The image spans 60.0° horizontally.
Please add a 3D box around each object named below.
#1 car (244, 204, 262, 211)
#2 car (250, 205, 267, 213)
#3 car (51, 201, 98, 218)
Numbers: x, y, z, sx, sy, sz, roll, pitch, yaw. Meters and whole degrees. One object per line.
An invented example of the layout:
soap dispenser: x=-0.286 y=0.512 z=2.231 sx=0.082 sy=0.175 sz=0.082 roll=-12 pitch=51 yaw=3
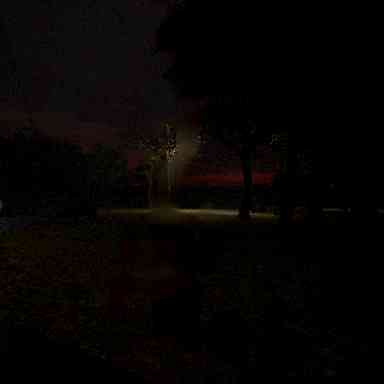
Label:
car: x=14.726 y=3.733 z=79.870 sx=2.033 sy=1.411 sz=5.357 roll=1 pitch=-1 yaw=36
car: x=13.982 y=3.525 z=68.740 sx=1.882 sy=1.535 sz=5.008 roll=1 pitch=-1 yaw=29
car: x=-13.985 y=2.136 z=39.985 sx=2.150 sy=2.045 sz=5.566 roll=1 pitch=0 yaw=36
